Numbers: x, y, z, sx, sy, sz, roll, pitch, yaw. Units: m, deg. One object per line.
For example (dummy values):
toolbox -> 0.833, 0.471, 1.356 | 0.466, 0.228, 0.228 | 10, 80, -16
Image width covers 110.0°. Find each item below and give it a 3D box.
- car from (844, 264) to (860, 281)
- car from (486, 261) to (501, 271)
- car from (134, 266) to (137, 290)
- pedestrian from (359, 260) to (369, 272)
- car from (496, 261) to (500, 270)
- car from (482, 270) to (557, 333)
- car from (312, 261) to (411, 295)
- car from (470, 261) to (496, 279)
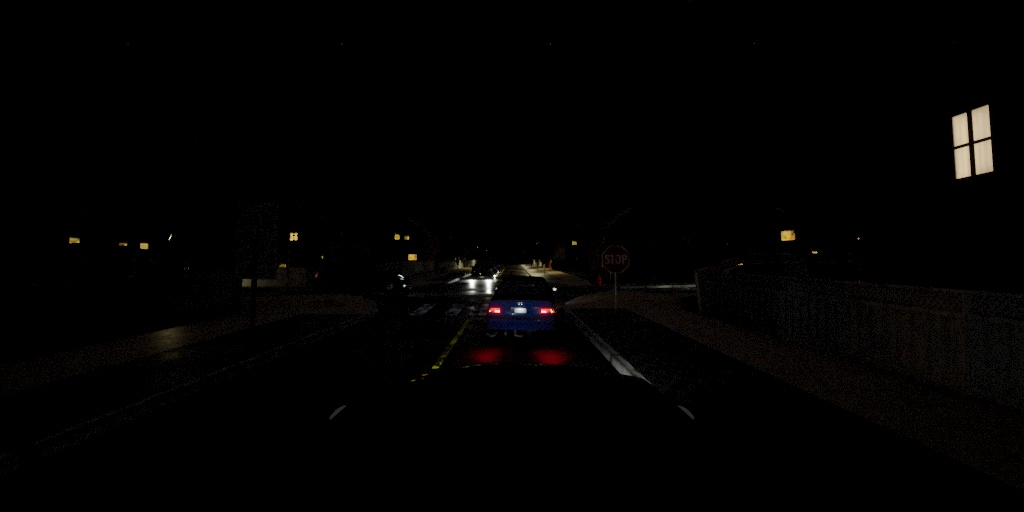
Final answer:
car -> 24.788, 1.283, 26.626 | 4.892, 1.490, 1.837 | 0, -3, -19
car -> -2.774, 1.482, 54.584 | 1.994, 1.385, 4.181 | 0, 0, -1
car -> -19.240, 1.223, 18.196 | 4.892, 1.490, 1.837 | 0, -3, 4
pedestrian -> -9.784, 1.148, 23.647 | 0.375, 1.860, 0.375 | 0, -3, -1
car -> -2.776, 1.347, 44.344 | 1.882, 1.535, 5.008 | 0, 0, 0
car -> 0.378, 1.310, 10.781 | 2.033, 1.411, 5.357 | 0, 0, 4
car -> -7.576, 1.083, 18.483 | 4.553, 1.767, 2.097 | 1, -3, -9
car -> -2.801, 1.333, 34.147 | 1.837, 1.490, 4.892 | 0, 0, 0
